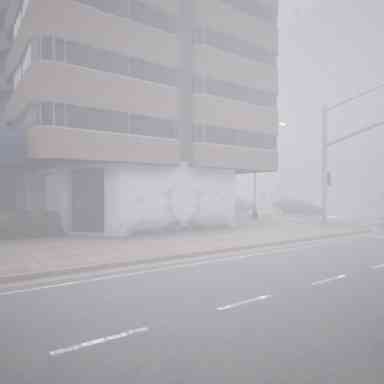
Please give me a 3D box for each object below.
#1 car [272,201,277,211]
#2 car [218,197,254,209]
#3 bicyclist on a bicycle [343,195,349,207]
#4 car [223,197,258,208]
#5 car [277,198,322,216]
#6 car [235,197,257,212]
[{"bbox_3d":[11.441,1.478,37.687,1.882,1.535,5.008,0,0,-36],"label":"car"},{"bbox_3d":[5.911,1.491,45.307,2.128,1.511,4.902,0,0,-36],"label":"car"},{"bbox_3d":[22.058,1.301,47.707,1.656,1.620,0.582,0,0,-36],"label":"bicyclist on a bicycle"},{"bbox_3d":[7.127,1.547,49.904,2.033,1.411,5.357,0,0,-36],"label":"car"},{"bbox_3d":[10.847,1.564,32.549,1.994,1.385,4.181,0,0,-36],"label":"car"},{"bbox_3d":[5.689,1.563,39.659,1.994,1.385,4.181,0,0,-35],"label":"car"}]
